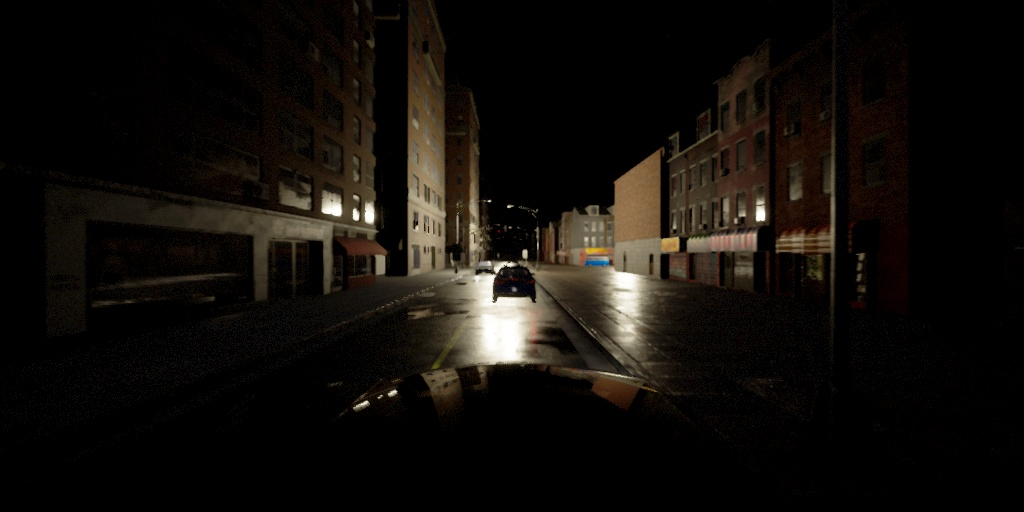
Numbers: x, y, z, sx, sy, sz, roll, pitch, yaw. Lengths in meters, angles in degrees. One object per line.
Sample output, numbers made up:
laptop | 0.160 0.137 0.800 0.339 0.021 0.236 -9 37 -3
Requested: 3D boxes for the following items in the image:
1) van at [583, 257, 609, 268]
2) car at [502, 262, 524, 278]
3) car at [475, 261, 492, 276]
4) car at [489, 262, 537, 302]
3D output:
van | 13.727 1.020 58.418 3.998 1.789 1.690 0 0 0
car | 0.090 1.274 34.171 1.994 1.385 4.181 0 0 0
car | -2.762 1.254 37.616 2.033 1.411 5.357 0 0 0
car | 0.096 1.208 16.965 1.882 1.535 5.008 0 0 0
